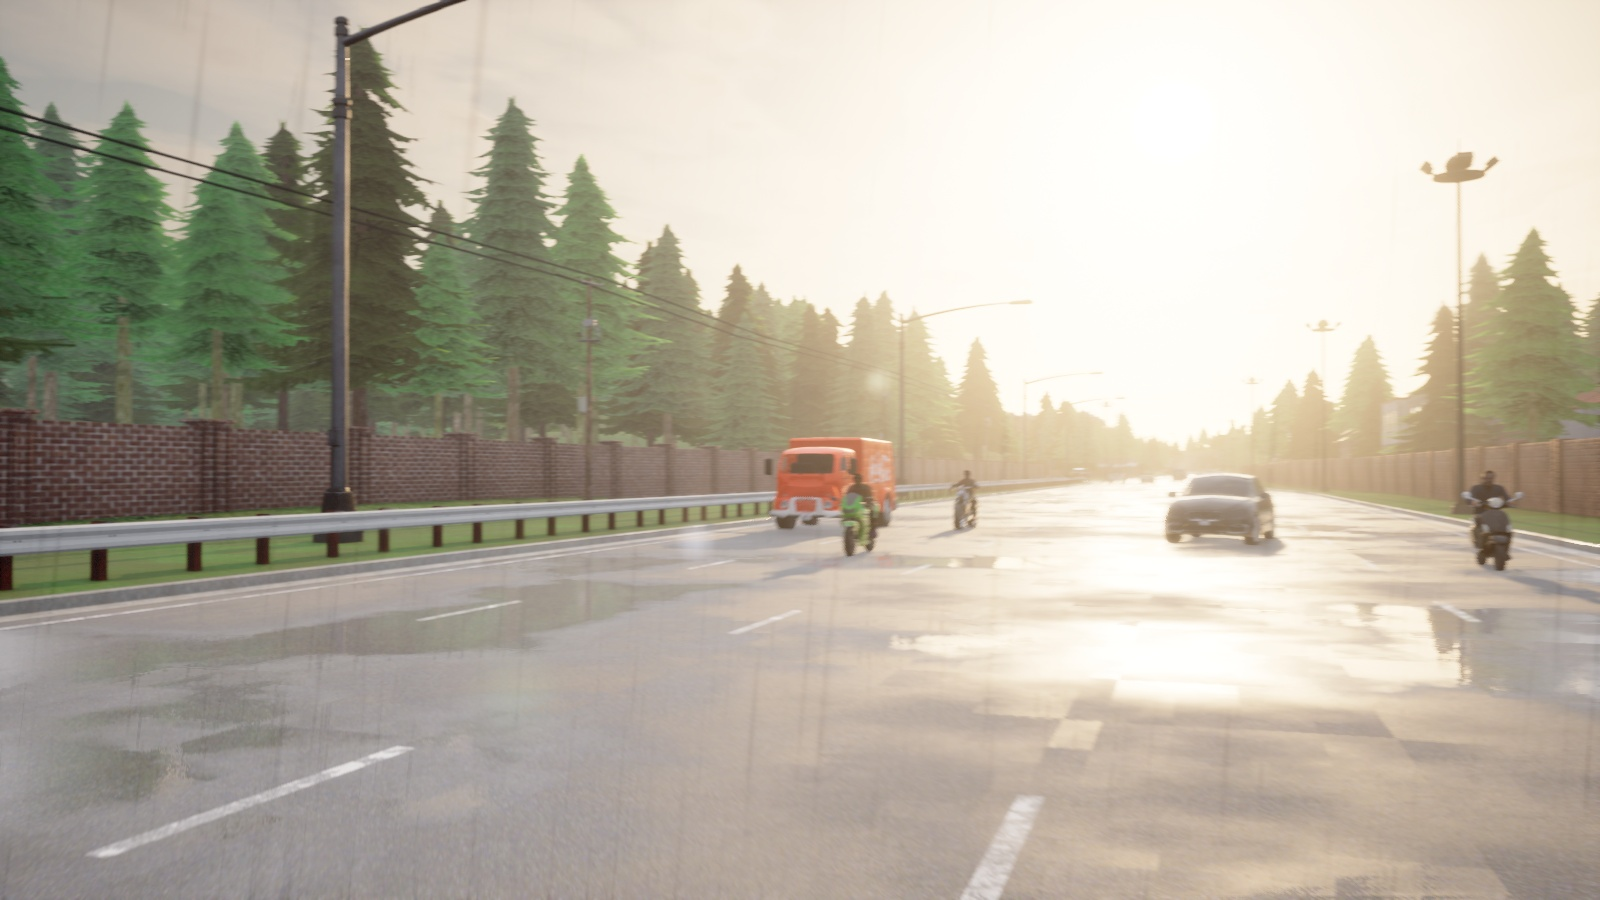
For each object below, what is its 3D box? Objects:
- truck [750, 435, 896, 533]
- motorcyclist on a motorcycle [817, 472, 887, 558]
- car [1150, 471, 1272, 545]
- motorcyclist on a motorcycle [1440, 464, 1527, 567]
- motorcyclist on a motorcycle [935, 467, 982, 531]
[{"bbox_3d":[0.753,0.900,34.422,2.627,2.467,5.204,-1,-1,17],"label":"truck"},{"bbox_3d":[0.992,1.182,23.400,0.797,1.523,2.044,-1,-1,17],"label":"motorcyclist on a motorcycle"},{"bbox_3d":[9.302,1.221,28.132,1.837,1.490,4.892,-1,-1,27],"label":"car"},{"bbox_3d":[11.021,1.025,20.315,0.866,1.590,1.817,-1,-1,17],"label":"motorcyclist on a motorcycle"},{"bbox_3d":[4.302,1.302,33.939,0.766,1.649,2.350,-1,-1,19],"label":"motorcyclist on a motorcycle"}]
